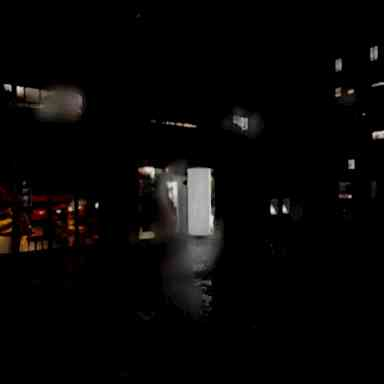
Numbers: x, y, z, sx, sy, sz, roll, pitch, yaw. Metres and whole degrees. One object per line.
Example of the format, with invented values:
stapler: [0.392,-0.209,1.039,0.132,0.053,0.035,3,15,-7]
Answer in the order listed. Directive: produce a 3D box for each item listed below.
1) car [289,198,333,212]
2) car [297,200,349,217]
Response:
car: [12.975,1.381,36.400,1.802,1.307,4.206,-2,0,-35]
car: [11.458,1.372,29.134,1.994,1.385,4.181,-1,0,-35]
